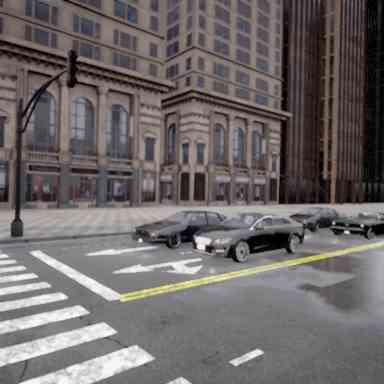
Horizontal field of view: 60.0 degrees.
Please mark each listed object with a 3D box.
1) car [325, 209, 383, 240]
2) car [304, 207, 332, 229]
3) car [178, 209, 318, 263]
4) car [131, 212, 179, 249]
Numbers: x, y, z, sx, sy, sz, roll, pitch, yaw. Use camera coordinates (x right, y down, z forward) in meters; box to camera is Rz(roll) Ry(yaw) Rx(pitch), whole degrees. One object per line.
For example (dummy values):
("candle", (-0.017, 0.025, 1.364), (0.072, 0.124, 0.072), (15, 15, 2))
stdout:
("car", (9.525, 1.752, 18.189), (4.718, 1.301, 1.895), (1, 0, -39))
("car", (7.876, 1.665, 21.038), (5.357, 1.411, 2.033), (1, 0, -40))
("car", (2.186, 1.517, 12.152), (4.902, 1.511, 2.128), (1, 0, -39))
("car", (0.062, 1.531, 14.612), (5.357, 1.411, 2.033), (1, 0, -39))
